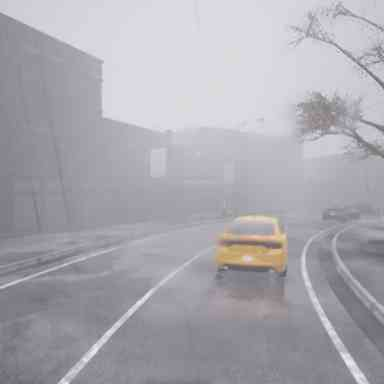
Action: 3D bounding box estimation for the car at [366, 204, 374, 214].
[{"bbox_3d":[17.887,1.734,36.787,5.357,1.411,2.033,1,1,-31],"label":"car"}]

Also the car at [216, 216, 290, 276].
[{"bbox_3d":[2.073,1.502,10.654,1.882,1.535,5.008,0,0,16],"label":"car"}]

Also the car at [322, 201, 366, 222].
[{"bbox_3d":[12.613,1.714,27.899,1.994,1.385,4.181,1,0,45],"label":"car"}]
